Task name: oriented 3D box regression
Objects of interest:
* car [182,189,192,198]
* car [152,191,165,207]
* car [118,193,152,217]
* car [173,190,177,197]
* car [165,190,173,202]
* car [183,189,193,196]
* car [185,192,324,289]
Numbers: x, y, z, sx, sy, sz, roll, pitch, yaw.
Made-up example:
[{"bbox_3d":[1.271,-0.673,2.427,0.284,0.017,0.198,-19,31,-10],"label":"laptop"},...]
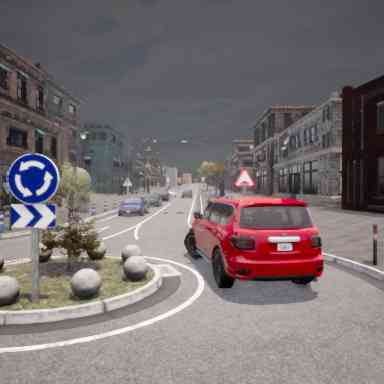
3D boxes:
[{"bbox_3d":[-0.917,0.345,60.173,2.033,1.411,5.357,0,1,1],"label":"car"},{"bbox_3d":[-4.528,0.904,38.155,1.837,1.490,4.892,0,1,1],"label":"car"},{"bbox_3d":[-4.767,1.135,27.565,1.812,1.442,4.674,0,3,2],"label":"car"},{"bbox_3d":[-3.965,0.263,63.484,1.812,1.442,4.674,0,1,1],"label":"car"},{"bbox_3d":[-4.317,0.548,48.564,1.882,1.535,5.008,0,2,1],"label":"car"},{"bbox_3d":[-0.824,0.138,70.434,1.812,1.442,4.674,0,1,1],"label":"car"},{"bbox_3d":[1.366,1.141,9.176,2.150,2.045,5.566,0,1,-10],"label":"car"}]
